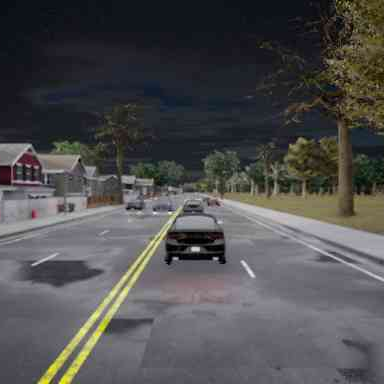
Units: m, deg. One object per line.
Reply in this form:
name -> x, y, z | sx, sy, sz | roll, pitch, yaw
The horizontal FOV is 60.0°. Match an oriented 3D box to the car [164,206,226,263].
car -> 0.103, 1.471, 11.914 | 1.882, 1.535, 5.008 | 0, 0, 0

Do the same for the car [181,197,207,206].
car -> 0.109, 1.486, 30.358 | 1.837, 1.490, 4.892 | 0, 0, 0

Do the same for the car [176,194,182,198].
car -> -3.231, 1.195, 79.425 | 1.837, 1.490, 4.892 | 0, 0, 0

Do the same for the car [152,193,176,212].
car -> -3.330, 1.325, 38.643 | 2.097, 1.767, 4.553 | 0, 0, 0

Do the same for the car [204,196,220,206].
car -> 3.353, 1.484, 53.726 | 1.812, 1.442, 4.674 | 0, 0, 0

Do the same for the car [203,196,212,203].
car -> 3.267, 1.535, 70.930 | 1.895, 1.301, 4.718 | 0, 0, 0

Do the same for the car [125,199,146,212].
car -> -6.584, 1.520, 39.472 | 2.033, 1.411, 5.357 | 0, 0, 0
